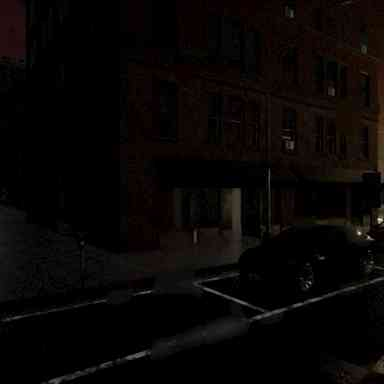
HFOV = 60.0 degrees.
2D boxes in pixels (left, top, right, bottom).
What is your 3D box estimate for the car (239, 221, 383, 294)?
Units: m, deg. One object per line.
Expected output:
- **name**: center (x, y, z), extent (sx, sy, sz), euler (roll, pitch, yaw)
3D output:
- **car**: center (3.185, 1.565, 8.816), extent (4.313, 1.339, 1.947), euler (0, 0, -36)
